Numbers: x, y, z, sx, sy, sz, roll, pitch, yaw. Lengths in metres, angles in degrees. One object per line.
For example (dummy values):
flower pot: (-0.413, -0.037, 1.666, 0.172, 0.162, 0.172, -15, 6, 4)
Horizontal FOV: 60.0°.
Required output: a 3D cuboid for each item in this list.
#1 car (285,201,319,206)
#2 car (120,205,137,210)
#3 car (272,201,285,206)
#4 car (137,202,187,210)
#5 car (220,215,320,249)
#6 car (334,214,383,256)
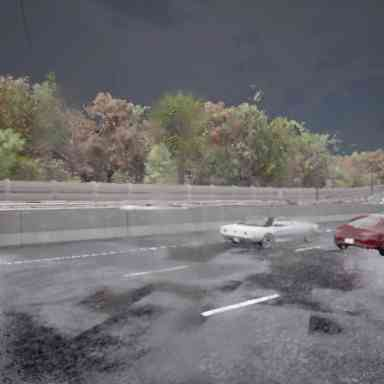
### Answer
car: (11.922, 1.813, 33.984, 4.181, 1.385, 1.994, 1, 0, -35)
car: (-5.082, 1.729, 34.765, 4.718, 1.301, 1.895, 1, 0, -35)
car: (10.412, 1.760, 37.204, 4.892, 1.490, 1.837, 1, 0, -35)
car: (-2.533, 1.735, 32.283, 4.718, 1.301, 1.895, 1, 0, -35)
car: (3.639, 1.692, 14.944, 4.718, 1.301, 1.895, 1, 0, -36)
car: (7.624, 1.637, 13.491, 4.674, 1.442, 1.812, 1, 0, -35)
